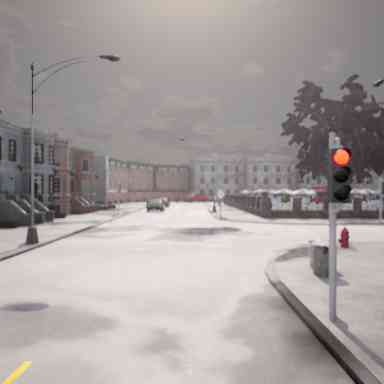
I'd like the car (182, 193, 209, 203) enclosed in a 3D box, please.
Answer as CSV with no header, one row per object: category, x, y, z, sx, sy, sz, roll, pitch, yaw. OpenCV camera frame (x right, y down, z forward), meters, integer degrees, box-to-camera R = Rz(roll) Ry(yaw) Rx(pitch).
car,0.775,1.132,68.048,5.566,2.045,2.150,0,0,-33

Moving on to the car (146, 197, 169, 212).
car,-4.138,1.498,38.804,2.033,1.411,5.357,0,0,-1
